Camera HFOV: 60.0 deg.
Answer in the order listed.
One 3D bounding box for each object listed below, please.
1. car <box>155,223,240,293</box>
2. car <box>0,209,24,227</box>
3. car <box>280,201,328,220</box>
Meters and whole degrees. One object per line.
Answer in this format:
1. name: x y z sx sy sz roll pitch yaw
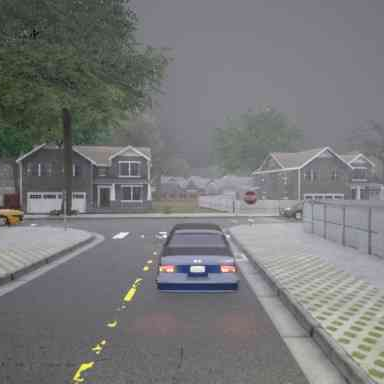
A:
1. car: 0.122 1.547 8.982 2.033 1.411 5.357 0 0 0
2. car: -13.098 1.378 20.500 5.008 1.535 1.882 0 0 -12
3. car: 9.941 1.543 28.263 4.892 1.490 1.837 0 0 -12
